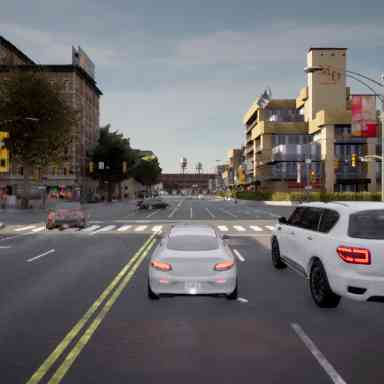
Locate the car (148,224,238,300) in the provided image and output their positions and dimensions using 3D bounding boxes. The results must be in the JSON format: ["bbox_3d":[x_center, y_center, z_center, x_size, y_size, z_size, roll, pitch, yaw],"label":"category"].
[{"bbox_3d":[0.012,1.526,8.284,1.812,1.442,4.674,0,0,0],"label":"car"}]

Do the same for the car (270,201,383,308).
[{"bbox_3d":[3.511,1.221,8.053,2.150,2.045,5.566,0,0,0],"label":"car"}]

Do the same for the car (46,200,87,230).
[{"bbox_3d":[-7.790,1.352,20.992,2.097,1.767,4.553,0,0,-17],"label":"car"}]

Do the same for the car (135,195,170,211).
[{"bbox_3d":[-4.686,1.505,40.569,1.837,1.490,4.892,2,1,39],"label":"car"}]
